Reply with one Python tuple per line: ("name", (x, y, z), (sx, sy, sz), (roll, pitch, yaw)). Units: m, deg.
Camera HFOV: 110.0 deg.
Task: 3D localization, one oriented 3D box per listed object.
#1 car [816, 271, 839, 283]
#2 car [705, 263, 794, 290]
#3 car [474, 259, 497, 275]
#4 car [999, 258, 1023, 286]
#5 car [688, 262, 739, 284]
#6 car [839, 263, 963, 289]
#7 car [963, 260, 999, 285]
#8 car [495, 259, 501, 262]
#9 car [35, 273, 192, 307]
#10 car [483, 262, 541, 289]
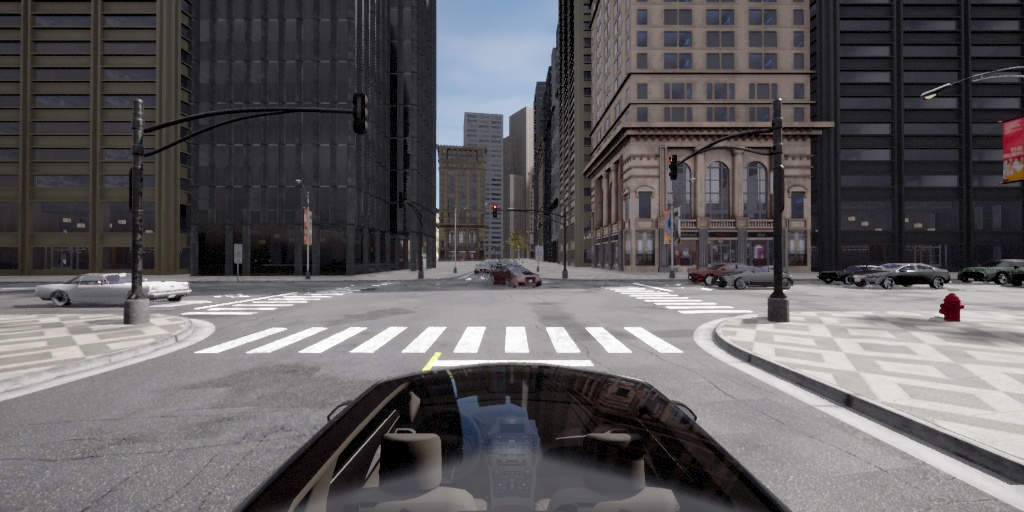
("car", (24.237, 1.315, 24.965), (4.718, 1.301, 1.895), (0, 0, 0))
("car", (14.467, 1.279, 21.696), (4.181, 1.385, 1.994), (0, 0, 0))
("car", (-3.074, 1.361, 40.023), (1.994, 1.385, 4.181), (0, 0, 0))
("car", (33.338, 1.021, 21.716), (4.553, 1.767, 2.097), (0, 0, 0))
("car", (14.892, 1.215, 24.952), (5.008, 1.535, 1.882), (0, 0, 0))
("car", (23.379, 1.184, 21.710), (4.902, 1.511, 2.128), (0, 0, 0))
("car", (34.203, 1.043, 24.966), (4.553, 1.767, 2.097), (0, 0, 0))
("car", (-3.087, 1.397, 54.541), (1.994, 1.385, 4.181), (0, 0, 0))
("car", (-16.383, 1.366, 14.952), (4.718, 1.301, 1.895), (0, 0, 0))
("car", (0.112, 1.321, 23.187), (1.994, 1.385, 4.181), (0, 0, -30))
